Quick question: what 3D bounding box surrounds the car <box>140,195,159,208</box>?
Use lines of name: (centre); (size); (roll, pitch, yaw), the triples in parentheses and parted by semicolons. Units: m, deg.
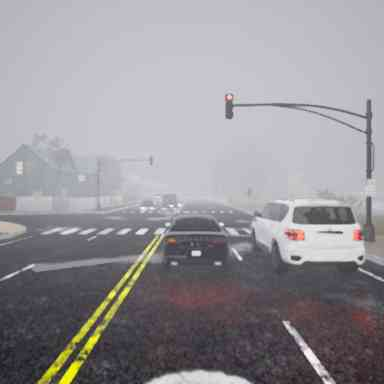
car: (-6.573, 1.603, 50.018); (1.994, 1.385, 4.181); (0, 0, 0)

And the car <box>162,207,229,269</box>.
car: (0.092, 1.480, 11.182); (1.882, 1.535, 5.008); (0, -1, 0)

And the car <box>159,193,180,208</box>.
car: (-3.323, 1.261, 50.508); (2.150, 2.045, 5.566); (0, 0, -1)

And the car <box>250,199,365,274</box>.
car: (3.350, 1.225, 10.760); (2.150, 2.045, 5.566); (0, 0, 0)

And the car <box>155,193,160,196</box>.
car: (-6.500, 1.291, 67.235); (2.150, 2.045, 5.566); (0, 0, 0)
